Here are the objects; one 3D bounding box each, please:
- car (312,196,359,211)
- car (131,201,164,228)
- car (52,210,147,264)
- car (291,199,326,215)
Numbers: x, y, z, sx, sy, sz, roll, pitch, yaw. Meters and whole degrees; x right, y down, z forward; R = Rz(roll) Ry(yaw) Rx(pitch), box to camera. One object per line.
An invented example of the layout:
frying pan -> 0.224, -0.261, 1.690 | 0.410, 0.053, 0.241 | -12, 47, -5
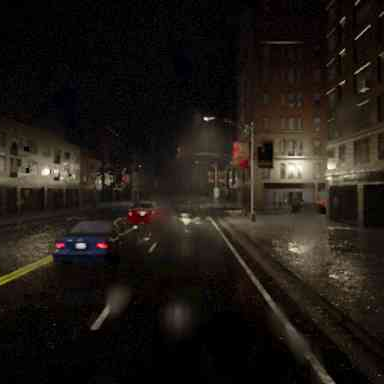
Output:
car -> 18.111, 1.440, 42.238 | 5.009, 1.841, 2.192 | 0, 0, 0
car -> -3.143, 1.430, 23.279 | 2.097, 1.767, 4.553 | 0, 0, 0
car -> -3.152, 1.587, 11.991 | 2.033, 1.411, 5.357 | 0, 0, 1
car -> 12.410, 1.701, 34.240 | 4.313, 1.339, 1.947 | 0, 0, 0
